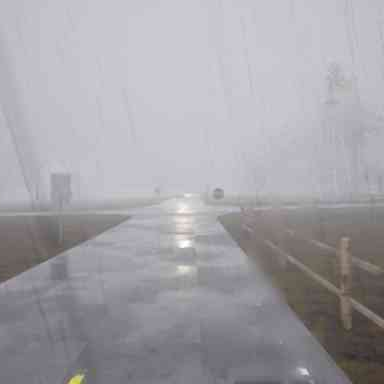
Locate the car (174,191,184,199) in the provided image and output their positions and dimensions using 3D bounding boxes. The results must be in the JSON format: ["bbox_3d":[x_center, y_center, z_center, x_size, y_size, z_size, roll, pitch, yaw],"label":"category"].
[{"bbox_3d":[-2.758,0.507,72.775,2.097,1.767,4.553,0,1,0],"label":"car"}]
